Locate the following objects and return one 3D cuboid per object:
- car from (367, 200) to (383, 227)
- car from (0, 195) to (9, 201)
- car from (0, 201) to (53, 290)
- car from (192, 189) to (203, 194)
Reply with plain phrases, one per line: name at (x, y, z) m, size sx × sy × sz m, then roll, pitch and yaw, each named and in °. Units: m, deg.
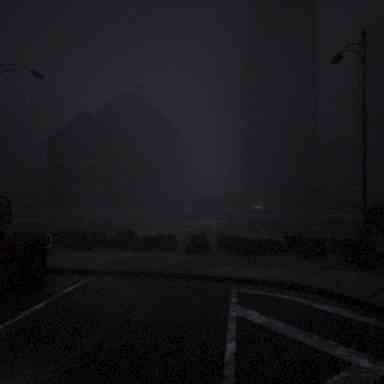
car at (10.903, 1.205, 17.727) m, size 2.242 × 1.667 × 4.611 m, roll 0°, pitch 1°, yaw 8°
car at (-13.091, 1.171, 20.924) m, size 1.905 × 1.878 × 3.866 m, roll 0°, pitch 1°, yaw 8°
car at (-4.742, 1.268, 6.440) m, size 1.932 × 1.855 × 4.605 m, roll 0°, pitch 1°, yaw 8°
car at (1.066, 0.204, 82.446) m, size 3.866 × 1.878 × 1.905 m, roll 1°, pitch -6°, yaw -35°
